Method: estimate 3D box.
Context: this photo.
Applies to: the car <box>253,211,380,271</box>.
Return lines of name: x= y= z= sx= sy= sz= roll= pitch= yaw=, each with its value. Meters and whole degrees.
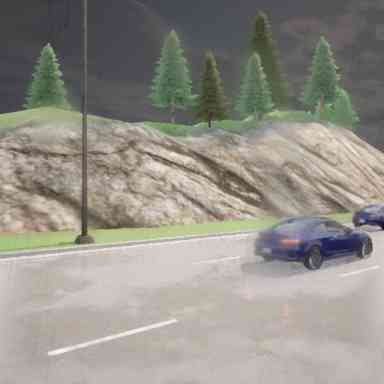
car: x=4.027 y=1.526 z=10.925 sx=4.674 sy=1.442 sz=1.812 roll=0 pitch=0 yaw=-36

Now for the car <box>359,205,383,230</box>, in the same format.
car: x=11.813 y=1.525 z=20.790 sx=4.674 sy=1.442 sz=1.812 roll=0 pitch=0 yaw=-36
